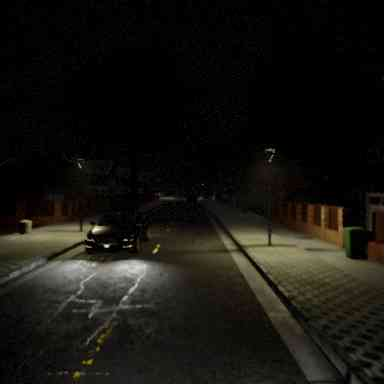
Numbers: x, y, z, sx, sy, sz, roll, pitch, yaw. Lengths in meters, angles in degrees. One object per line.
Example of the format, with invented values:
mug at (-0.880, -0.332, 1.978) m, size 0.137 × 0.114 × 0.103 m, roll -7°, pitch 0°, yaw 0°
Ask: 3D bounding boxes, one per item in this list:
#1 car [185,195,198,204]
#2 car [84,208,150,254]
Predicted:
car at (-0.007, 1.235, 55.994) m, size 1.837 × 1.490 × 4.892 m, roll 0°, pitch 0°, yaw 0°
car at (-2.842, 1.462, 13.461) m, size 1.837 × 1.490 × 4.892 m, roll 0°, pitch 2°, yaw 0°
